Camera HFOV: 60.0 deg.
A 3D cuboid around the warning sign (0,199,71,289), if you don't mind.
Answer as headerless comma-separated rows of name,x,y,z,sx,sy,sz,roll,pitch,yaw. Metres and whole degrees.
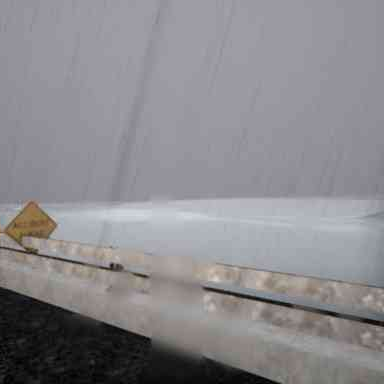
warning sign,-3.778,1.120,7.856,1.060,1.860,1.300,-1,0,36
